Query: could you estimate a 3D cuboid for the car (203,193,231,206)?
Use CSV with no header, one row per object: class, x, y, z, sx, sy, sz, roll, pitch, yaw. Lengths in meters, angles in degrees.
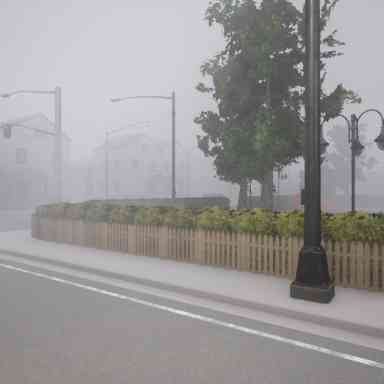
car,3.528,1.221,48.161,2.150,2.045,5.566,0,0,35
